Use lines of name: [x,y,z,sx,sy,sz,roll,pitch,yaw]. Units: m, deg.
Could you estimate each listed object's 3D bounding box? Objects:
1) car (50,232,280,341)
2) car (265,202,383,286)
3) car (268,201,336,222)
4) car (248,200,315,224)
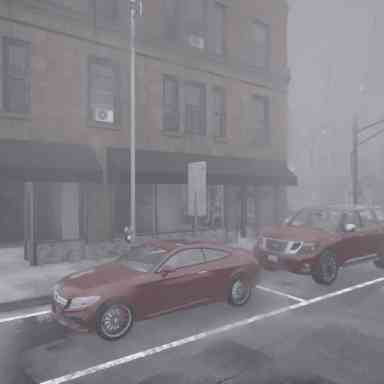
car: [-0.461,1.582,6.435,4.206,1.307,1.802,0,0,-35]
car: [4.038,1.315,9.639,5.009,1.841,2.192,0,0,-35]
car: [9.037,1.554,27.887,2.033,1.411,5.357,0,0,-31]
car: [6.844,1.487,25.904,1.882,1.535,5.008,0,0,-35]
